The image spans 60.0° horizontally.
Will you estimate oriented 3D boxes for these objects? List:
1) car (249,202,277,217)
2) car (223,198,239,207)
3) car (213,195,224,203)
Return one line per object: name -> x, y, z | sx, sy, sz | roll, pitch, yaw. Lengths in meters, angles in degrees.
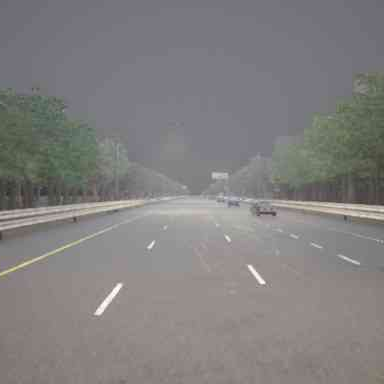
car -> 7.066, 1.703, 33.317 | 2.033, 1.411, 5.357 | 0, 0, 0
car -> 7.204, 1.863, 59.349 | 1.882, 1.535, 5.008 | 0, -1, 0
car -> 7.430, 1.964, 86.994 | 2.097, 1.767, 4.553 | 0, 0, 1
